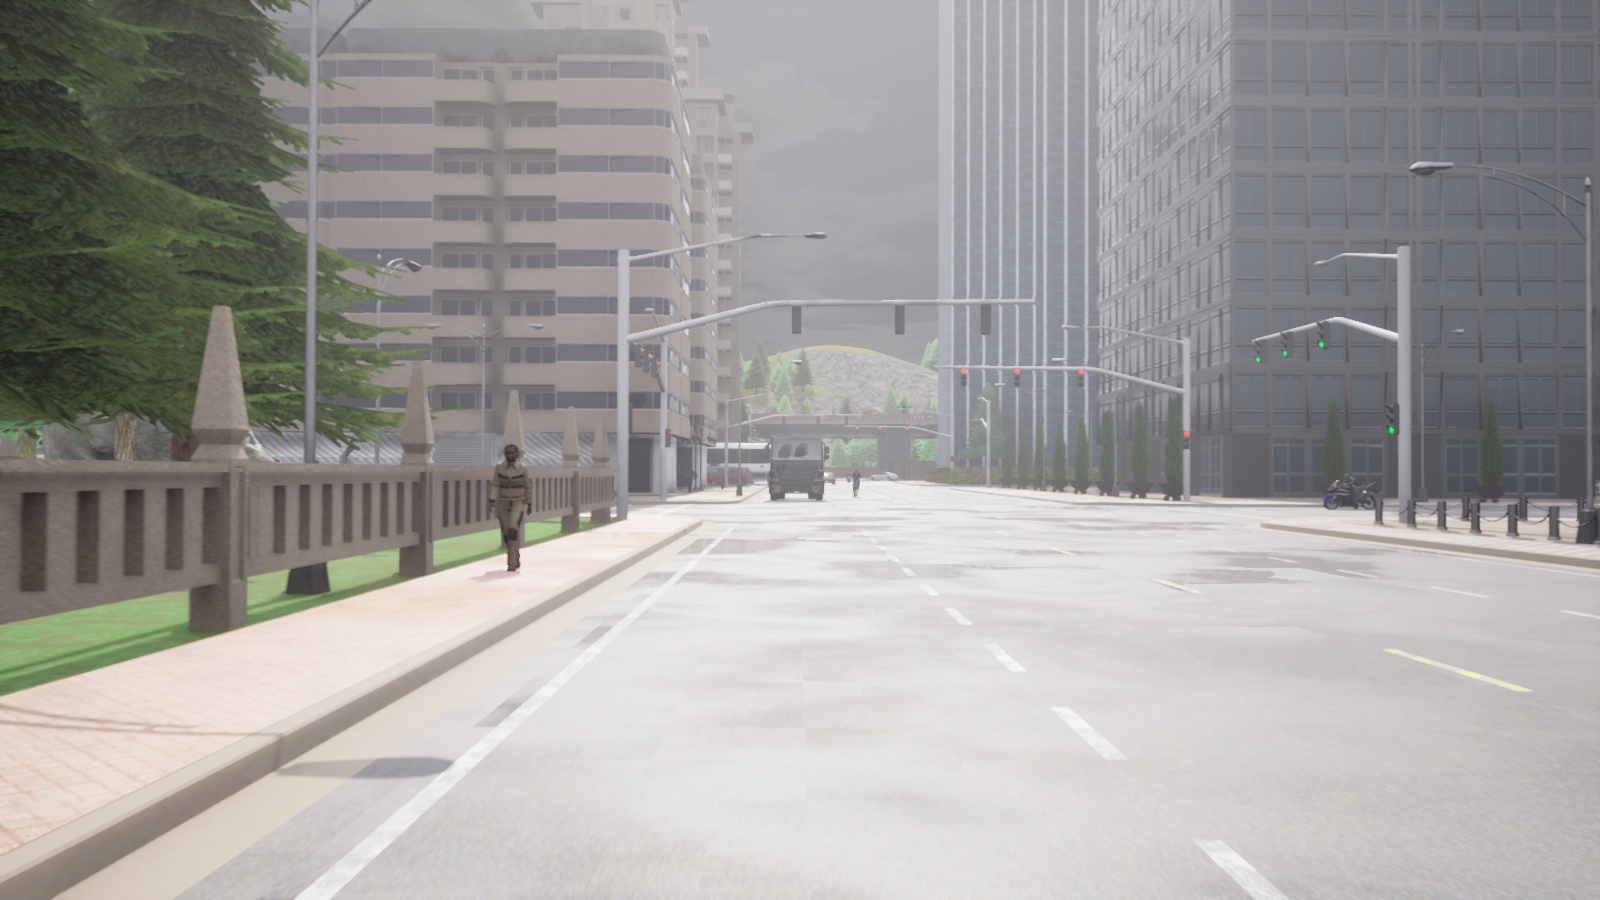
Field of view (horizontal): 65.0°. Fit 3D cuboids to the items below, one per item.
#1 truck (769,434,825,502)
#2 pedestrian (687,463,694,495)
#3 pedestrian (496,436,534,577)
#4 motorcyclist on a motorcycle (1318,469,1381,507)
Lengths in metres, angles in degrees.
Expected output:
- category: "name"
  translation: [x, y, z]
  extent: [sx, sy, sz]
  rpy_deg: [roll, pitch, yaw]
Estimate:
- category: "truck"
  translation: [-0.168, 0.979, 68.435]
  extent: [2.891, 3.462, 7.936]
  rpy_deg: [0, -1, 0]
- category: "pedestrian"
  translation: [-6.836, 1.814, 78.445]
  extent: [0.423, 1.949, 0.788]
  rpy_deg: [0, -1, -4]
- category: "pedestrian"
  translation: [-3.991, 0.784, 17.590]
  extent: [0.396, 1.930, 0.692]
  rpy_deg: [0, -1, -2]
- category: "motorcyclist on a motorcycle"
  translation: [22.786, 1.575, 52.088]
  extent: [2.191, 1.530, 0.866]
  rpy_deg: [0, -1, 0]
